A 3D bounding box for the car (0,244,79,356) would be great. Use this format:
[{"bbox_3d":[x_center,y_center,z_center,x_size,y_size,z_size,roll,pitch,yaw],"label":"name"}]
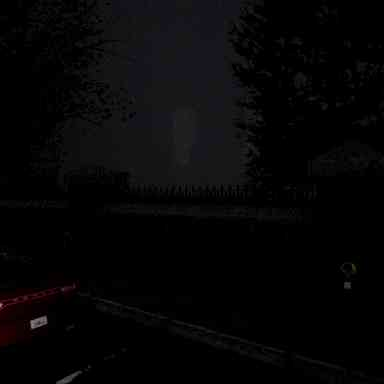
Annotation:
[{"bbox_3d":[-3.786,1.544,5.588,4.507,1.381,1.887,0,0,36],"label":"car"}]
